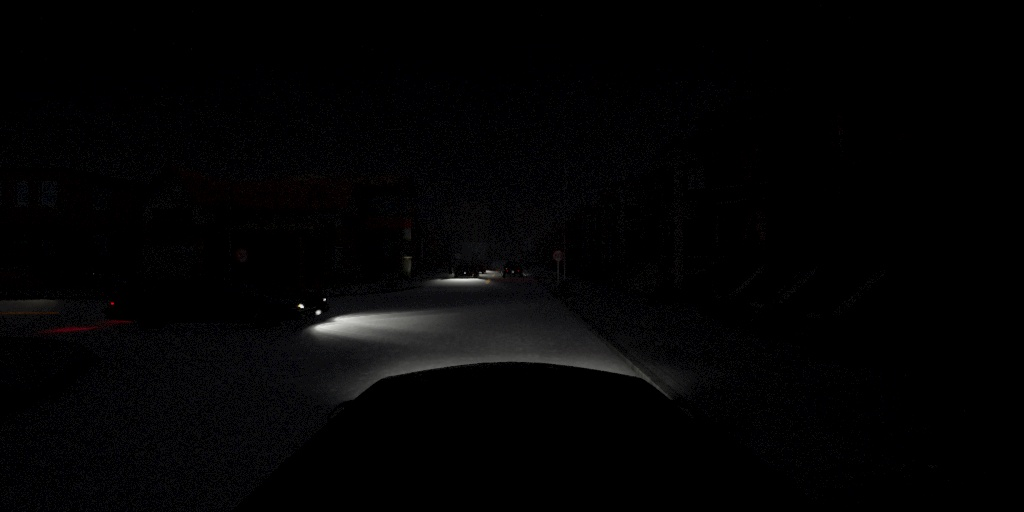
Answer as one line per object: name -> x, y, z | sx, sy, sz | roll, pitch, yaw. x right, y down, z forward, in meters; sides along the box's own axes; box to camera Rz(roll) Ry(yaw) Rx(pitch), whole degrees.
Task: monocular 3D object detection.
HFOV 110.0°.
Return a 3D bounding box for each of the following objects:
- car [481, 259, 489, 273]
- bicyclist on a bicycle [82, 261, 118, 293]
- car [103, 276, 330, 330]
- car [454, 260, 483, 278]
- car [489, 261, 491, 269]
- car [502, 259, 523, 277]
car -> -4.140, 1.228, 42.423 | 1.882, 1.535, 5.008 | 0, 0, 0
bicyclist on a bicycle -> -21.599, 1.099, 18.809 | 0.582, 1.620, 1.656 | 0, 0, 0
car -> -8.446, 1.297, 10.563 | 5.357, 1.411, 2.033 | 0, 0, -3
car -> -4.138, 1.314, 33.537 | 1.994, 1.385, 4.181 | 0, 0, 0
car -> -4.122, 1.242, 52.736 | 2.128, 1.511, 4.902 | 0, 0, 0
car -> 0.071, 1.275, 35.355 | 1.812, 1.442, 4.674 | 0, 0, 0
